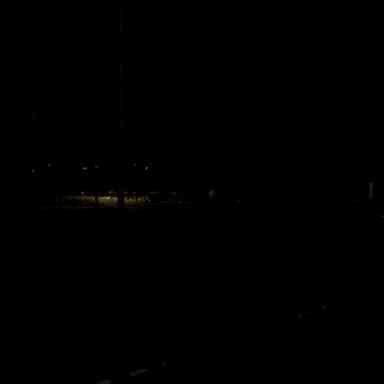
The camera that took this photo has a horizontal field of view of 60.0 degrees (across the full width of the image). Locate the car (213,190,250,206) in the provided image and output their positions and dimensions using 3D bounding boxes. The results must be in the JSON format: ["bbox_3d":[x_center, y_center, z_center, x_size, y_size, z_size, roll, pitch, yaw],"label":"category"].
[{"bbox_3d":[5.107,0.772,44.114,2.150,2.045,5.566,0,0,-36],"label":"car"}]

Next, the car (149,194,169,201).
[{"bbox_3d":[-5.781,1.008,59.160,1.895,1.301,4.718,0,0,-36],"label":"car"}]

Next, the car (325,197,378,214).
[{"bbox_3d":[14.689,1.246,30.999,1.812,1.442,4.674,0,0,-36],"label":"car"}]
